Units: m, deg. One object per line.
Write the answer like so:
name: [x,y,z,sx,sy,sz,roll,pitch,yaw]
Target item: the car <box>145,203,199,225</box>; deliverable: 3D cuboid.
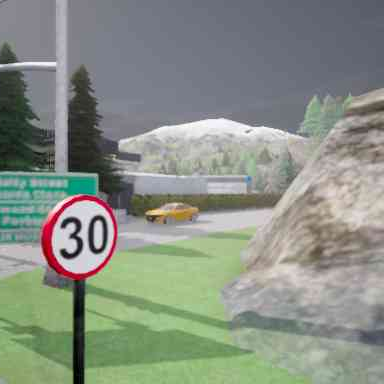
car: [-1.466,1.592,25.401,1.882,1.535,5.008,0,0,36]
